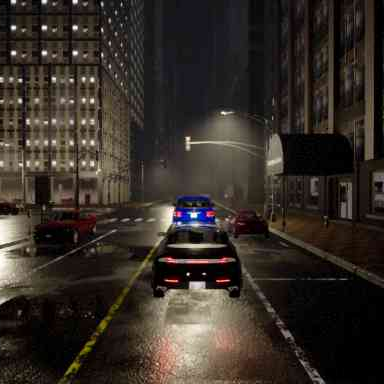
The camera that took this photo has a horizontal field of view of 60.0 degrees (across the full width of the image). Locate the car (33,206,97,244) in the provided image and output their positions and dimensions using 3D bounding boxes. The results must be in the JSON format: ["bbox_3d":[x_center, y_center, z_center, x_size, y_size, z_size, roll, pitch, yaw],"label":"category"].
[{"bbox_3d":[-5.822,1.542,15.724,1.887,1.381,4.507,0,0,0],"label":"car"}]

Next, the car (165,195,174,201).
[{"bbox_3d":[-5.676,1.538,83.481,1.947,1.339,4.313,0,0,0],"label":"car"}]

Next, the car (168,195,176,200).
[{"bbox_3d":[-5.673,1.529,94.874,1.947,1.339,4.313,0,0,0],"label":"car"}]

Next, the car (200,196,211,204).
[{"bbox_3d":[2.700,1.533,66.388,2.008,1.369,4.403,0,0,0],"label":"car"}]

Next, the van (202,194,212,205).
[{"bbox_3d":[2.698,1.326,60.691,1.690,1.788,3.998,0,0,0],"label":"van"}]

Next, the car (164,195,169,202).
[{"bbox_3d":[-5.677,1.521,77.784,1.887,1.381,4.507,0,0,0],"label":"car"}]

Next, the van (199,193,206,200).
[{"bbox_3d":[2.705,1.309,89.175,1.690,1.788,3.998,0,0,0],"label":"van"}]

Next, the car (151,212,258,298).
[{"bbox_3d":[0.101,1.490,8.498,2.128,1.511,4.902,0,0,0],"label":"car"}]

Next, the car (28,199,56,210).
[{"bbox_3d":[-18.514,1.497,39.448,4.403,1.369,2.008,0,0,1],"label":"car"}]

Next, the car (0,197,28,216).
[{"bbox_3d":[-18.602,1.306,31.066,5.009,1.841,2.192,0,0,1],"label":"car"}]

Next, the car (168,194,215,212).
[{"bbox_3d":[0.093,1.218,18.417,2.150,2.045,5.566,0,0,0],"label":"car"}]

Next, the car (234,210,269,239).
[{"bbox_3d":[2.818,1.579,17.098,1.802,1.307,4.206,0,0,0],"label":"car"}]
